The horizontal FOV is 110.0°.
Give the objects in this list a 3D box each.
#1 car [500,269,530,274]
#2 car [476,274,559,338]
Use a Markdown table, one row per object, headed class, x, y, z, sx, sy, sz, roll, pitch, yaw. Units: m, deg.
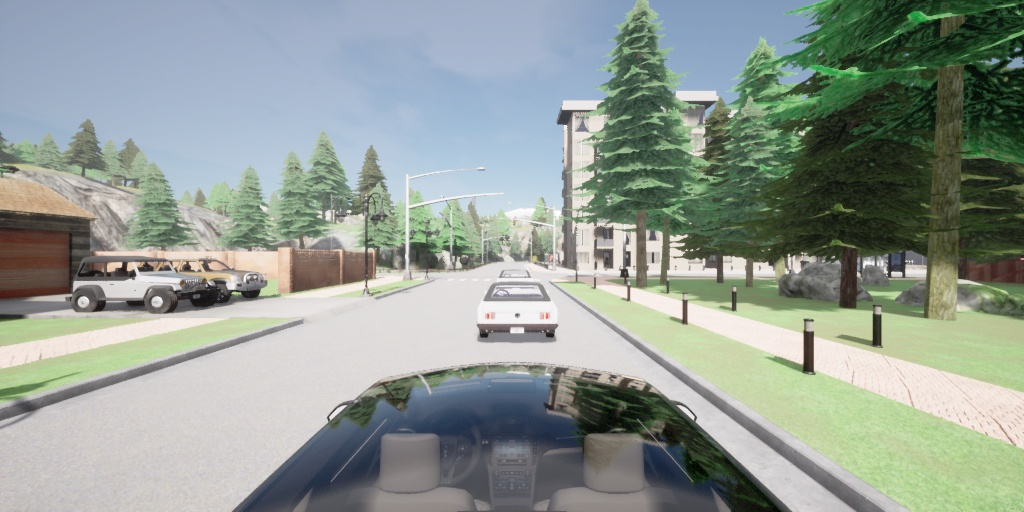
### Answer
| class | x | y | z | sx | sy | sz | roll | pitch | yaw |
| --- | --- | --- | --- | --- | --- | --- | --- | --- | --- |
| car | 0.160 | 1.351 | 19.316 | 1.895 | 1.301 | 4.718 | 0 | 0 | 0 |
| car | 0.131 | 1.351 | 10.148 | 1.895 | 1.301 | 4.718 | 0 | 0 | 0 |
